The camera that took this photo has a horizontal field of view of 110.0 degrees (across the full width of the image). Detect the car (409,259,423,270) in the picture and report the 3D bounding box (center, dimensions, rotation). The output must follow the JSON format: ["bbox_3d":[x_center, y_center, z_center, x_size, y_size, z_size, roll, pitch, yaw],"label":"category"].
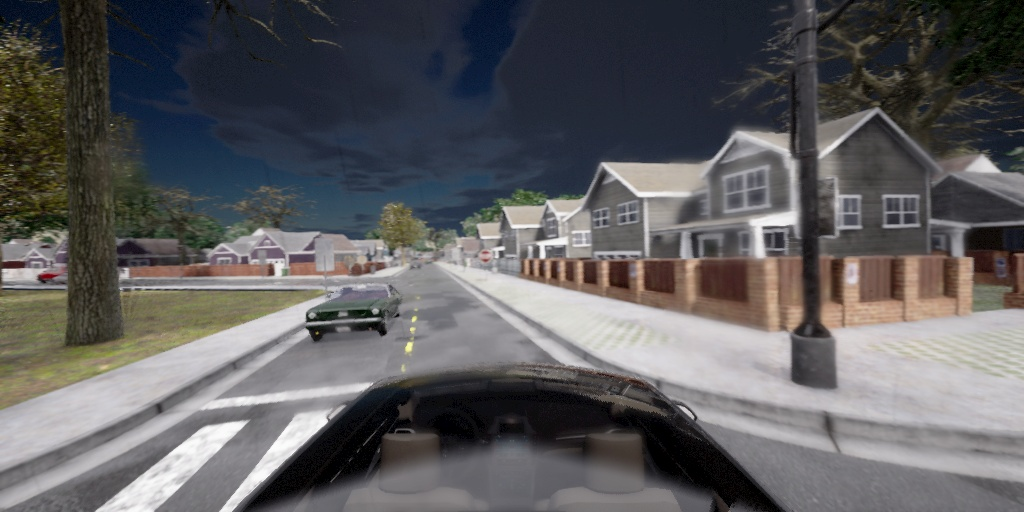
[{"bbox_3d":[-16.919,1.594,62.971,1.837,1.490,4.892,-2,0,-13],"label":"car"}]

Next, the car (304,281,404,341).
[{"bbox_3d":[-4.483,1.482,10.844,1.895,1.301,4.718,-2,0,-11],"label":"car"}]

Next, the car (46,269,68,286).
[{"bbox_3d":[-45.785,2.409,37.579,4.181,1.385,1.994,-1,1,16],"label":"car"}]
